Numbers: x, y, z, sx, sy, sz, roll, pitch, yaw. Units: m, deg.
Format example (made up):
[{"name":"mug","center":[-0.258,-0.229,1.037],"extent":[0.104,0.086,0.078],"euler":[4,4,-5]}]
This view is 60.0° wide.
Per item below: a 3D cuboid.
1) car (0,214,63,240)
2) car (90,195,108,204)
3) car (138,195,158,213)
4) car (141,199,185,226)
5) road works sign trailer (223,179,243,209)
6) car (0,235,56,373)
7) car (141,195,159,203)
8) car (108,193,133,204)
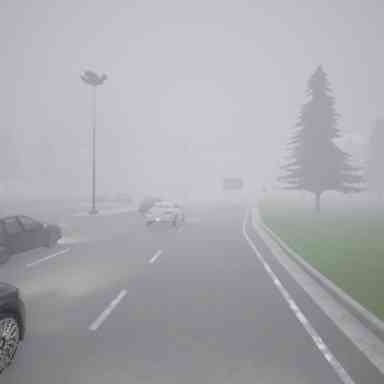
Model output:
[{"name":"car","center":[-6.352,1.460,11.170],"extent":[2.033,1.411,5.357],"euler":[0,0,4]},{"name":"car","center":[-14.875,1.173,54.316],"extent":[1.994,1.385,4.181],"euler":[0,0,11]},{"name":"car","center":[-3.552,1.329,31.800],"extent":[2.033,1.411,5.357],"euler":[0,0,10]},{"name":"car","center":[-1.662,1.377,21.831],"extent":[1.812,1.442,4.674],"euler":[0,0,8]},{"name":"road works sign trailer","center":[4.916,0.209,39.830],"extent":[2.380,3.560,2.880],"euler":[0,0,10]},{"name":"car","center":[-3.232,1.467,2.620],"extent":[2.128,1.511,4.902],"euler":[0,0,1]},{"name":"car","center":[-7.178,1.167,57.460],"extent":[1.994,1.385,4.181],"euler":[0,0,11]},{"name":"car","center":[-11.313,0.969,54.342],"extent":[2.097,1.767,4.553],"euler":[0,0,11]}]
